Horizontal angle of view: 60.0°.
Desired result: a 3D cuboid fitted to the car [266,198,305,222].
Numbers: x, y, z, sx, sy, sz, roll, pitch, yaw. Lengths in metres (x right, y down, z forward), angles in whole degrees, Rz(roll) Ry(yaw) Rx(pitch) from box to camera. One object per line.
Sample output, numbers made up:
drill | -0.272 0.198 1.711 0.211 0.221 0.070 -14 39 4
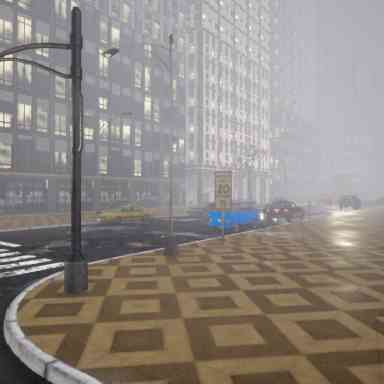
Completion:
car | 7.625 1.473 26.841 1.967 1.590 4.097 0 0 38

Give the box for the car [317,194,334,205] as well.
car | 25.095 1.381 62.532 2.192 1.841 5.009 0 0 38

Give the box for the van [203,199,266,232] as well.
van | 2.670 1.368 20.206 1.690 1.788 3.998 0 0 38

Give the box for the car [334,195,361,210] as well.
car | 21.179 1.369 44.493 2.192 1.841 5.009 0 0 38

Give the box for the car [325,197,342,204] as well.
car | 28.483 1.625 66.944 2.008 1.369 4.403 0 0 38

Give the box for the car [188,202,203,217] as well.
car | 1.375 1.604 31.641 1.802 1.307 4.206 0 0 38

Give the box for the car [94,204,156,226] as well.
car | -4.724 1.540 23.911 1.752 1.417 4.829 0 0 38

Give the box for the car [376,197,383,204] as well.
car | 38.121 1.659 66.556 1.947 1.339 4.313 0 0 38
